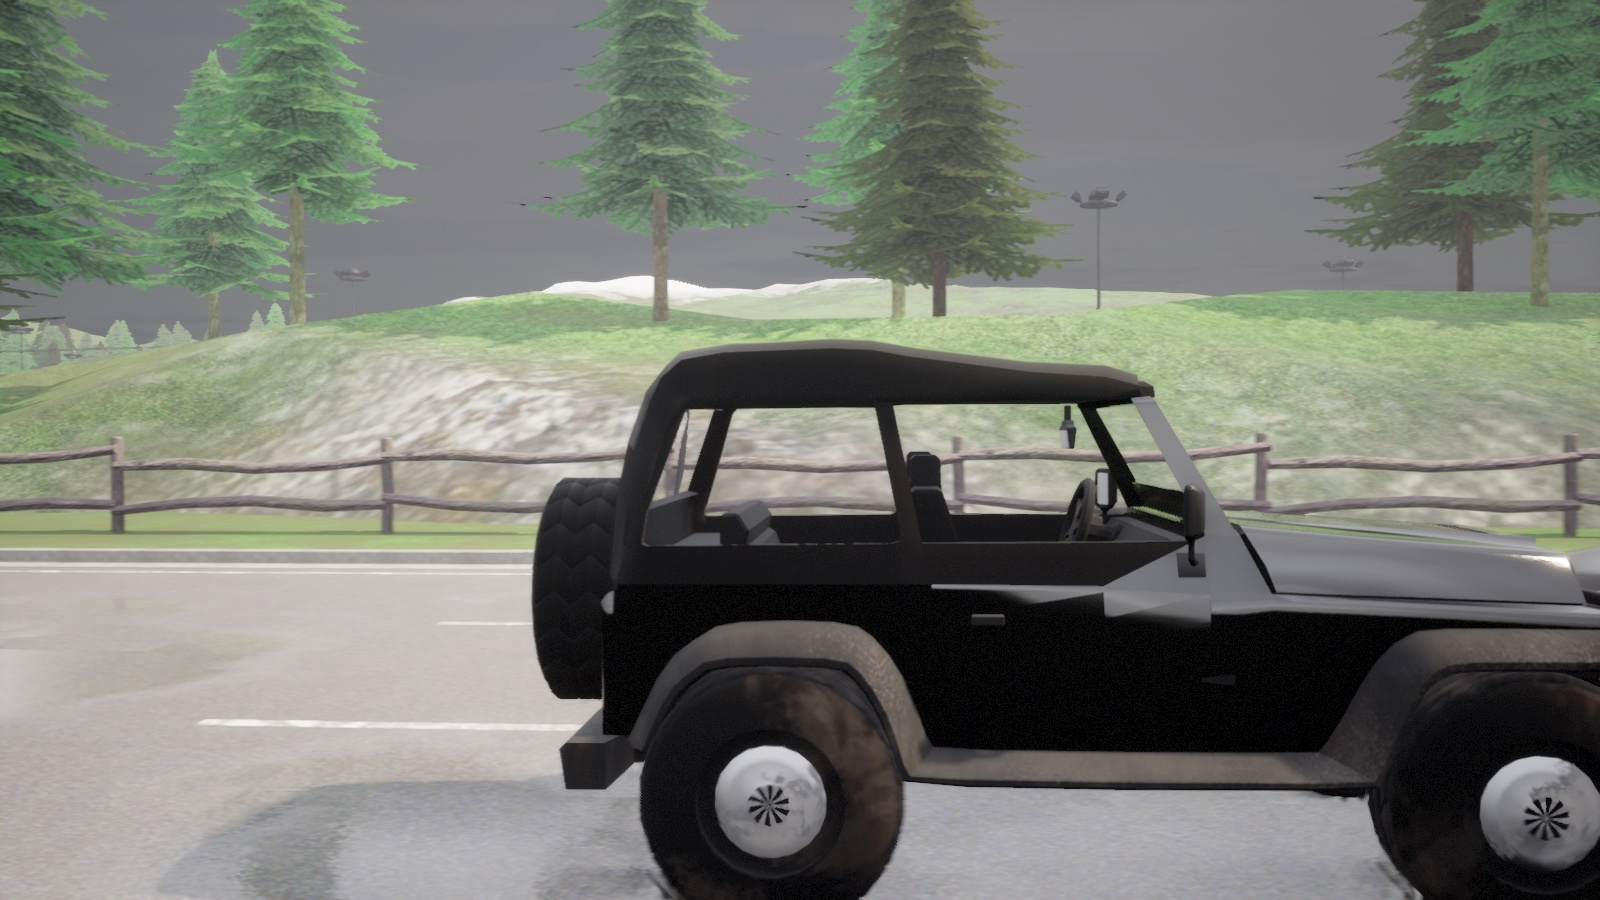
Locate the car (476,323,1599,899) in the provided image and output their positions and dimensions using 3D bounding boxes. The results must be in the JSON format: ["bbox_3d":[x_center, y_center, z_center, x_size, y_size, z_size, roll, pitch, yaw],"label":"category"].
[{"bbox_3d":[0.984,0.549,4.749,3.866,1.878,1.905,0,1,4],"label":"car"}]

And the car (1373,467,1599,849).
[{"bbox_3d":[5.578,0.806,5.678,5.357,1.411,2.033,0,1,-15],"label":"car"}]
